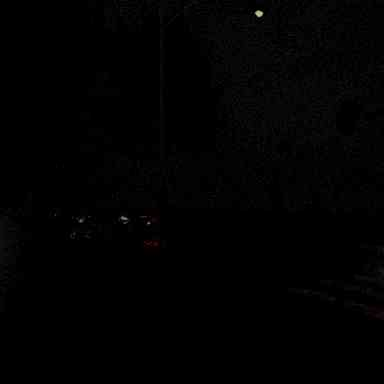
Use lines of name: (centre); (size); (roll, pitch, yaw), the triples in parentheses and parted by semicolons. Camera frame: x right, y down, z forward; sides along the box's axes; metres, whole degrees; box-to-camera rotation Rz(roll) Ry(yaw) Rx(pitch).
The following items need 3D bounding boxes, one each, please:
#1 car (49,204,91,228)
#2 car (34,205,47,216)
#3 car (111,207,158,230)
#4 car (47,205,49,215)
car: (-9.389, 1.896, 26.104); (2.128, 1.511, 4.902); (0, -1, -34)
car: (-20.160, 2.344, 42.169); (1.812, 1.442, 4.674); (0, -1, -34)
car: (-4.178, 1.811, 23.667); (1.837, 1.490, 4.892); (0, -1, -34)
car: (-19.441, 2.404, 46.188); (1.994, 1.385, 4.181); (0, -1, -34)
